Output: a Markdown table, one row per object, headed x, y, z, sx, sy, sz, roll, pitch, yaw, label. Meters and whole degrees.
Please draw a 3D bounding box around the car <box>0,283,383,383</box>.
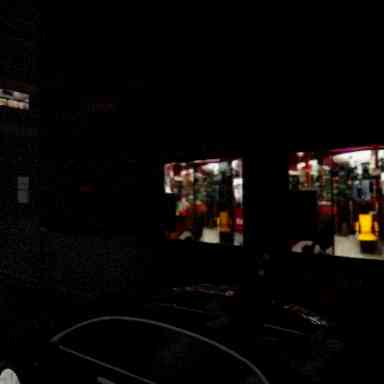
| x | y | z | sx | sy | sz | roll | pitch | yaw | label |
| --- | --- | --- | --- | --- | --- | --- | --- | --- | --- |
| -0.124 | 1.548 | 2.981 | 4.403 | 1.369 | 2.008 | 0 | -1 | 36 | car |
